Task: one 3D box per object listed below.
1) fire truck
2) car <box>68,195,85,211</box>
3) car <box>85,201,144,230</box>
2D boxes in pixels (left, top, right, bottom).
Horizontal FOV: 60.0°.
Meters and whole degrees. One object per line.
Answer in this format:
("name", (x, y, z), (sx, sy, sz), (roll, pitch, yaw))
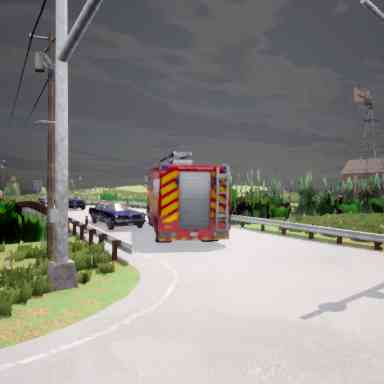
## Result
("fire truck", (-0.621, 0.159, 16.857), (2.891, 3.827, 8.468), (0, 3, -11))
("car", (-10.632, 0.923, 29.060), (1.895, 1.301, 4.718), (0, 0, -31))
("car", (-4.335, 1.245, 18.908), (1.895, 1.301, 4.718), (0, 3, -33))
